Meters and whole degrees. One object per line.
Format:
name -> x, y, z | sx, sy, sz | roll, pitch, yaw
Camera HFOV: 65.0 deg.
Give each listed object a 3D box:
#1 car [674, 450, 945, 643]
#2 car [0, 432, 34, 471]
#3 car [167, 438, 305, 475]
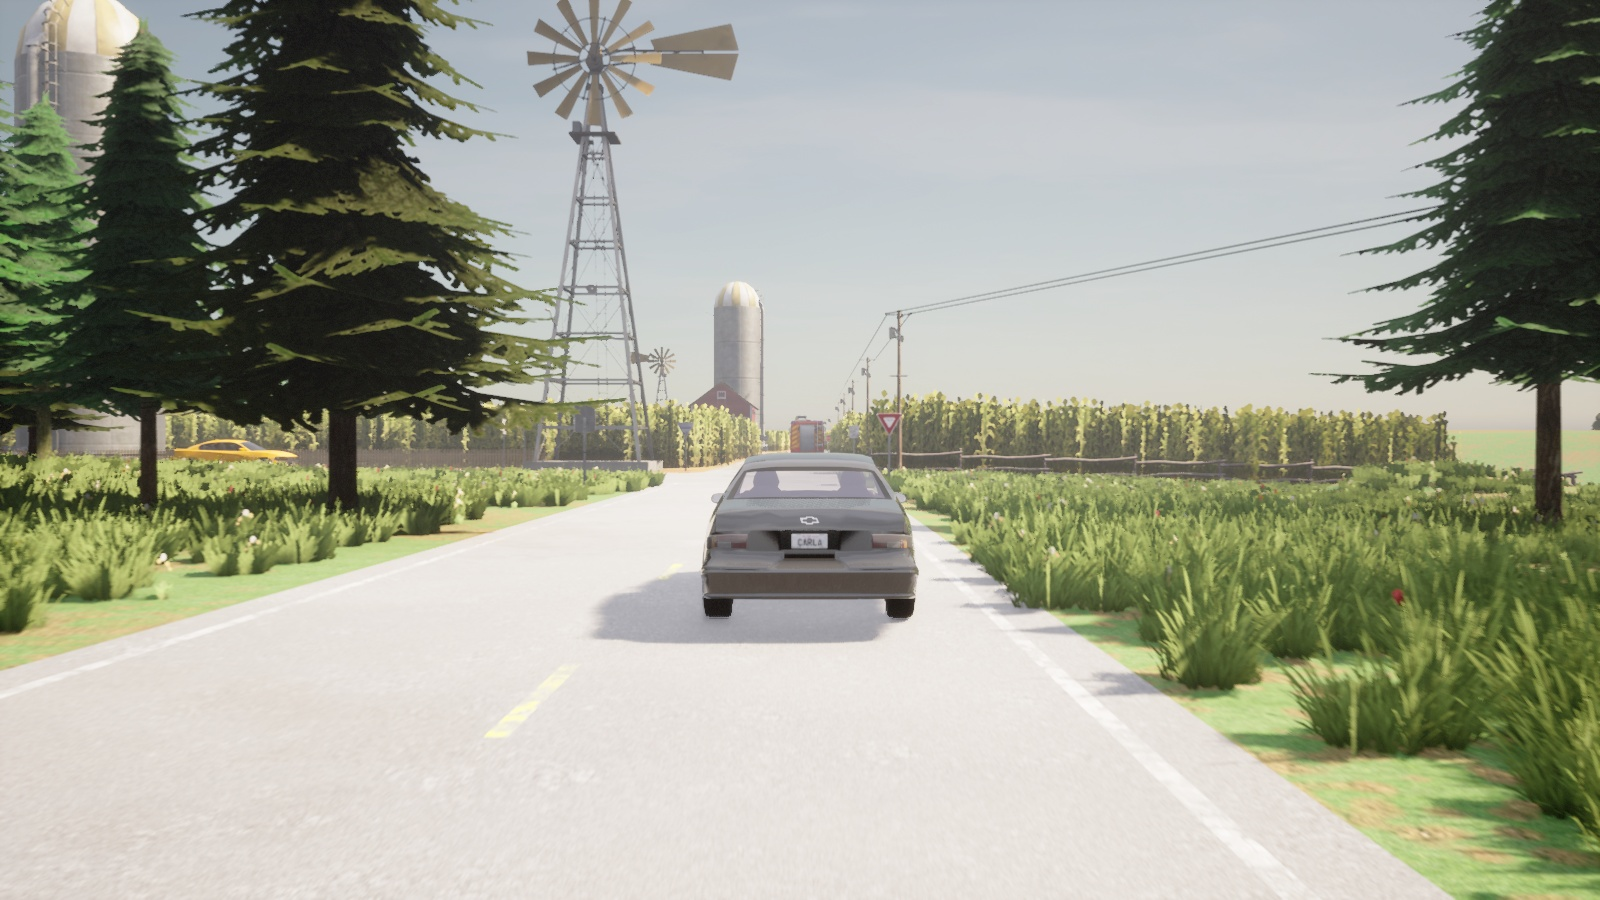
car -> 0.084, 0.726, 12.084 | 2.033, 1.411, 5.357 | 0, 0, 0
car -> -35.627, 0.057, 53.211 | 5.027, 1.651, 2.152 | 0, 0, 1
car -> -23.759, 0.266, 53.033 | 5.008, 1.535, 1.882 | 0, 0, 1
